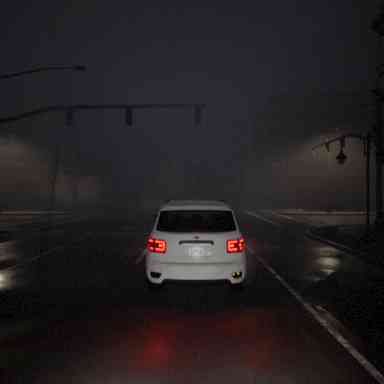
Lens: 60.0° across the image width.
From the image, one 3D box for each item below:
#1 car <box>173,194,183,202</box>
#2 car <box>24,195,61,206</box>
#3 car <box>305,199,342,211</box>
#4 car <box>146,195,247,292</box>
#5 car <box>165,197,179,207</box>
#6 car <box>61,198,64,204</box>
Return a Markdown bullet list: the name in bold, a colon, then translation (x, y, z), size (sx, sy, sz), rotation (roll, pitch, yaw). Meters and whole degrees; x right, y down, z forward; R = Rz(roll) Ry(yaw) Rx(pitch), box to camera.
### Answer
- **car**: translation (-3.241, 1.355, 76.937), size (2.097, 1.767, 4.553), rotation (0, 0, 0)
- **car**: translation (-23.303, 1.295, 51.024), size (4.611, 1.667, 2.242), rotation (0, 0, 1)
- **car**: translation (16.225, 1.564, 41.091), size (4.181, 1.385, 1.994), rotation (0, 0, 0)
- **car**: translation (0.089, 1.221, 9.091), size (2.150, 2.045, 5.566), rotation (0, 0, 0)
- **car**: translation (-3.120, 1.547, 52.584), size (2.033, 1.411, 5.357), rotation (0, 0, 0)
- **car**: translation (-24.018, 1.455, 56.775), size (3.806, 1.475, 1.970), rotation (0, 0, 1)
